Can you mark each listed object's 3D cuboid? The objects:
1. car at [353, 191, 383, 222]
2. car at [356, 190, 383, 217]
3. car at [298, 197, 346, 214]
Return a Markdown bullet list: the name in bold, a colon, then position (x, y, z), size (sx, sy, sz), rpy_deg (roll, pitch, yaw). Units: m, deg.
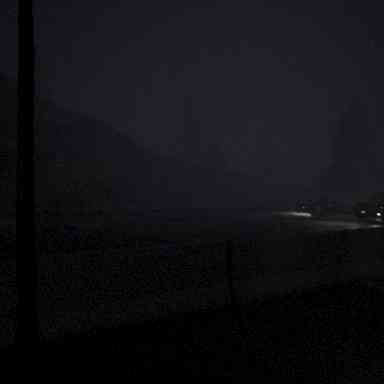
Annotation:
- **car**: position (13.695, 0.951, 22.742), size (5.566, 2.045, 2.150), rpy_deg (0, 1, -23)
- **car**: position (16.742, 0.895, 27.788), size (5.566, 2.045, 2.150), rpy_deg (1, 1, -21)
- **car**: position (11.437, 1.147, 29.354), size (4.181, 1.385, 1.994), rpy_deg (0, 1, -23)
